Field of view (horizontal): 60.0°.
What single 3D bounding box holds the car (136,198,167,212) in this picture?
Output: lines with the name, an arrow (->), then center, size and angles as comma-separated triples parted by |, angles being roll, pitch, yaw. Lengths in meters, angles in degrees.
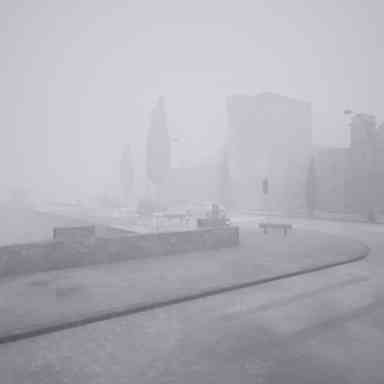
car -> -4.638, 1.505, 37.616 | 1.837, 1.490, 4.892 | 0, 0, -36

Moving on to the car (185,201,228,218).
car -> 1.176, 1.526, 29.482 | 1.812, 1.442, 4.674 | 0, 0, -36

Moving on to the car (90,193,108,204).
car -> -17.293, 1.221, 62.522 | 2.150, 2.045, 5.566 | 0, 0, -36

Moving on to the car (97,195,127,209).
car -> -11.079, 1.547, 46.659 | 2.033, 1.411, 5.357 | 0, 0, -36
